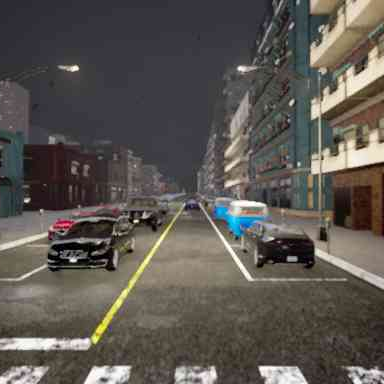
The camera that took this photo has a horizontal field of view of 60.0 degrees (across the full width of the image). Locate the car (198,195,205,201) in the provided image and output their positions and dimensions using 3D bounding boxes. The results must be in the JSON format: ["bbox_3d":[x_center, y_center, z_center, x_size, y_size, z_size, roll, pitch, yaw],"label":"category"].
[{"bbox_3d":[2.758,1.572,94.861,1.967,1.590,4.097,1,0,0],"label":"car"}]

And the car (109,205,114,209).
[{"bbox_3d":[-5.666,1.592,22.281,1.887,1.381,4.507,1,0,0],"label":"car"}]

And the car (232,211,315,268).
[{"bbox_3d":[2.708,1.575,11.151,2.008,1.369,4.403,1,0,0],"label":"car"}]

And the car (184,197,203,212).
[{"bbox_3d":[0.023,1.644,41.019,1.994,1.385,4.181,0,0,0],"label":"car"}]

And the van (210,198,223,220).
[{"bbox_3d":[2.721,1.399,27.893,1.690,1.788,3.998,1,0,0],"label":"van"}]

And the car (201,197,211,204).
[{"bbox_3d":[2.740,1.656,66.959,1.887,1.381,4.507,1,0,0],"label":"car"}]

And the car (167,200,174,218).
[{"bbox_3d":[-3.069,1.665,31.428,1.895,1.301,4.718,0,0,0],"label":"car"}]

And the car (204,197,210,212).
[{"bbox_3d":[2.724,1.603,39.223,1.752,1.417,4.829,1,0,0],"label":"car"}]

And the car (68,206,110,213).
[{"bbox_3d":[-5.670,1.618,16.700,1.802,1.307,4.206,1,0,0],"label":"car"}]

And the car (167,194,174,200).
[{"bbox_3d":[-5.637,1.683,72.502,1.947,1.339,4.313,1,0,0],"label":"car"}]

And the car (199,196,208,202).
[{"bbox_3d":[2.747,1.672,78.120,2.008,1.369,4.403,1,0,0],"label":"car"}]

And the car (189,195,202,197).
[{"bbox_3d":[0.027,1.446,51.030,2.097,1.767,4.553,0,0,0],"label":"car"}]

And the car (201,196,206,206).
[{"bbox_3d":[2.730,1.659,50.216,1.947,1.339,4.313,1,0,0],"label":"car"}]

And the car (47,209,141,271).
[{"bbox_3d":[-3.087,1.529,11.062,1.837,1.490,4.892,0,0,0],"label":"car"}]

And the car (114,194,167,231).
[{"bbox_3d":[-3.077,1.266,21.141,2.150,2.045,5.566,0,0,0],"label":"car"}]

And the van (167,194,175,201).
[{"bbox_3d":[-5.624,1.471,89.243,1.690,1.788,3.998,1,0,0],"label":"van"}]

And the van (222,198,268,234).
[{"bbox_3d":[2.714,1.377,16.731,1.690,1.788,3.998,1,0,0],"label":"van"}]
